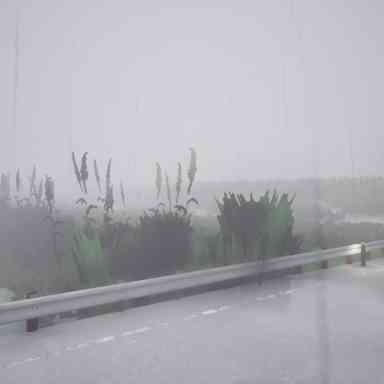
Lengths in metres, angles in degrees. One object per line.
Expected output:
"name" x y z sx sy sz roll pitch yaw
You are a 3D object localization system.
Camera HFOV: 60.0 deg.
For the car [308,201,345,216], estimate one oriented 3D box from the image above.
"car" 10.859 1.572 29.002 2.097 1.767 4.553 -1 1 -43
